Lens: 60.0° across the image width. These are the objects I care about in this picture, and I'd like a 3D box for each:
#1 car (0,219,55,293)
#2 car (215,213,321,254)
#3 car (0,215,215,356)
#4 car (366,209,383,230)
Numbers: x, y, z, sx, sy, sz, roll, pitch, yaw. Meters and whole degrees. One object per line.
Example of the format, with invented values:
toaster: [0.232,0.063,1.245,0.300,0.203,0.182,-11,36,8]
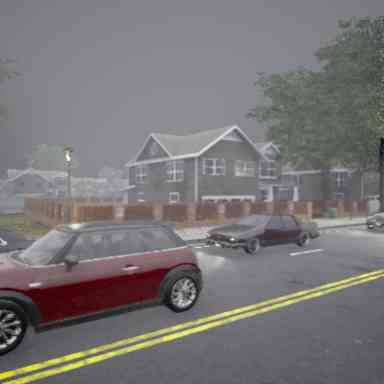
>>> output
car: [-5.871,1.504,7.425,4.892,1.490,1.837,1,0,-35]
car: [3.115,1.589,13.834,5.357,1.411,2.033,0,0,-35]
car: [-2.054,1.359,6.145,4.553,1.767,2.097,0,0,-35]
car: [12.741,1.614,20.670,4.674,1.442,1.812,0,0,-35]
